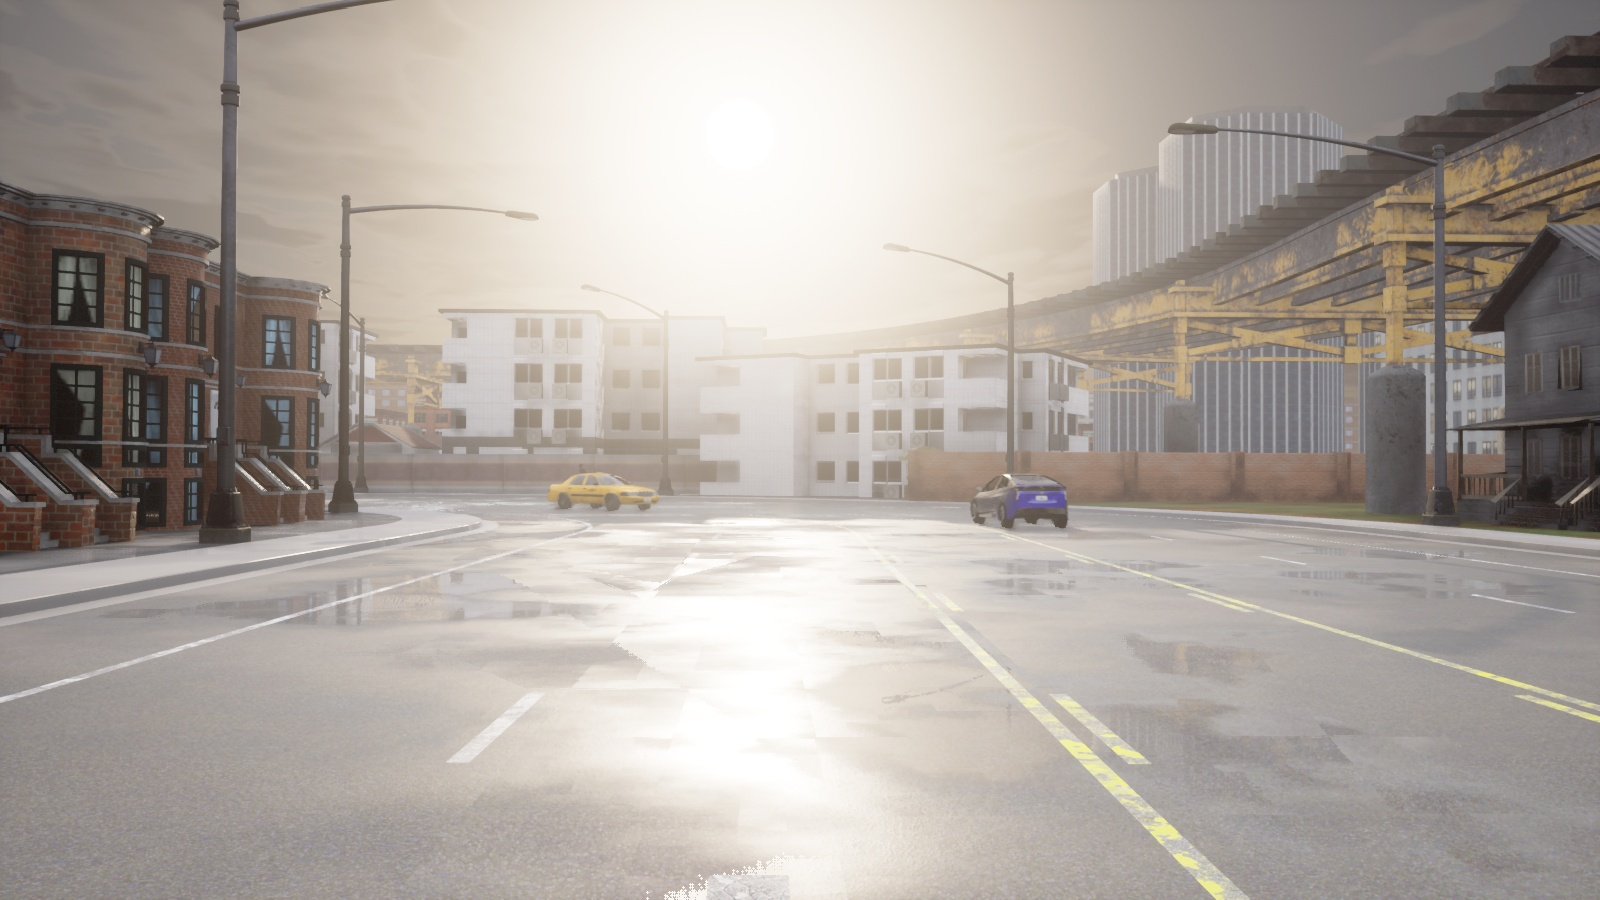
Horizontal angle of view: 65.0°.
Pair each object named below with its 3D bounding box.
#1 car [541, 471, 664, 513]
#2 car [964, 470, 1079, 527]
[{"bbox_3d":[-7.794,1.610,49.240,5.366,1.575,1.801,-1,-1,42],"label":"car"},{"bbox_3d":[6.299,1.344,36.264,2.007,1.525,4.514,0,-1,-7],"label":"car"}]
